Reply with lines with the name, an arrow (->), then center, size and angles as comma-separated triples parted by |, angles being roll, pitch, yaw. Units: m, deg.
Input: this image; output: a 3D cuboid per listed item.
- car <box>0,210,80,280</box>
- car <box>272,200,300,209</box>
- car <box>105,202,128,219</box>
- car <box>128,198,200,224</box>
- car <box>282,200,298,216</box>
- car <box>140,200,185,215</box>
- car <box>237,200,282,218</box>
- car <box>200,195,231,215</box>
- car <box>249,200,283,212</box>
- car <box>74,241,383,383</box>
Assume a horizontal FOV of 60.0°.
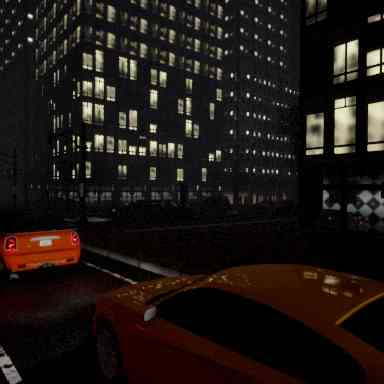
car -> -5.188, 1.347, 10.313 | 2.097, 1.767, 4.553 | 0, 0, -40
car -> 14.433, 1.881, 50.964 | 4.313, 1.339, 1.947 | 1, 0, -39
car -> -5.781, 1.642, 31.216 | 4.674, 1.442, 1.812 | 1, 1, -38
car -> -2.168, 1.523, 26.691 | 5.009, 1.841, 2.192 | 1, 0, -39
car -> 10.965, 1.936, 37.356 | 4.206, 1.307, 1.802 | 1, 0, -39
car -> -3.208, 1.647, 36.643 | 4.829, 1.417, 1.752 | 1, 0, -39
car -> 6.719, 1.832, 33.908 | 4.829, 1.417, 1.752 | 1, 0, -39
car -> 1.903, 1.423, 37.435 | 5.566, 2.045, 2.150 | 1, 1, -39
car -> 9.793, 1.814, 43.837 | 4.674, 1.442, 1.812 | 1, 1, -39
car -> 0.739, 1.476, 3.261 | 1.882, 1.535, 5.008 | 0, 0, -40
